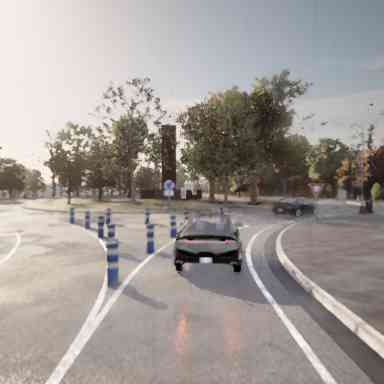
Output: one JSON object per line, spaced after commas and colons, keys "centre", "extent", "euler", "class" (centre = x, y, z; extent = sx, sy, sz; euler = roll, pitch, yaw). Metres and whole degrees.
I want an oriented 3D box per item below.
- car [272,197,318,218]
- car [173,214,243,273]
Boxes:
{"centre": [8.342, 1.146, 26.590], "extent": [1.882, 1.535, 5.008], "euler": [1, 2, 45], "class": "car"}
{"centre": [0.584, 1.432, 10.532], "extent": [2.128, 1.511, 4.902], "euler": [0, 1, 6], "class": "car"}
